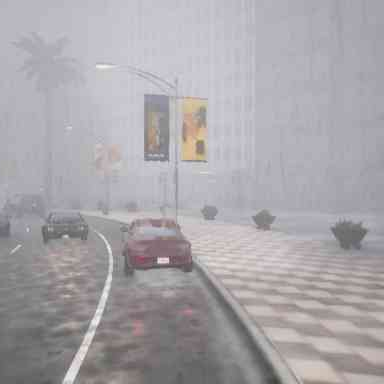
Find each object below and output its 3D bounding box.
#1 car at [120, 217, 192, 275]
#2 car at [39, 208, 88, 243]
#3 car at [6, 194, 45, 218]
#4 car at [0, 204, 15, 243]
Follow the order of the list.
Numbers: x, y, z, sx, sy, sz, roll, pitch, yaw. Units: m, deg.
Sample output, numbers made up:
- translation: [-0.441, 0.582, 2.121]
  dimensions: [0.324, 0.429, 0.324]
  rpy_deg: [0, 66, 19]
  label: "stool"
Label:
- translation: [-1.227, 1.523, 10.446]
  dimensions: [1.812, 1.442, 4.674]
  rpy_deg: [0, 0, -13]
  label: "car"
- translation: [-6.226, 1.611, 16.306]
  dimensions: [1.895, 1.301, 4.718]
  rpy_deg: [0, 0, -22]
  label: "car"
- translation: [-15.366, 1.243, 30.516]
  dimensions: [2.150, 2.045, 5.566]
  rpy_deg: [0, 0, -44]
  label: "car"
- translation: [-9.465, 1.508, 14.978]
  dimensions: [1.837, 1.490, 4.892]
  rpy_deg: [0, 0, -22]
  label: "car"
